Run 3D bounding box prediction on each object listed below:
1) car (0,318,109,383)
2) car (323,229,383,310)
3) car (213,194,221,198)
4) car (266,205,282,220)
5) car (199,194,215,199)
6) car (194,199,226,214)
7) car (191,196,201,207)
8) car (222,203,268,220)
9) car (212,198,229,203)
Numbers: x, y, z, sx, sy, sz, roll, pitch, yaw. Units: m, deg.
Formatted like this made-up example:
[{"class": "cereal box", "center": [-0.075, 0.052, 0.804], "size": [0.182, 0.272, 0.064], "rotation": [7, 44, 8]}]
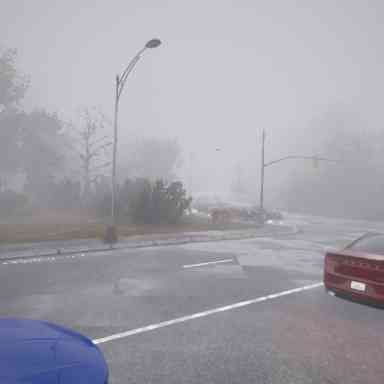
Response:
[{"class": "car", "center": [-2.899, 1.478, 1.675], "size": [5.008, 1.535, 1.882], "rotation": [0, 0, -36]}, {"class": "car", "center": [4.959, 1.554, 7.317], "size": [5.008, 1.535, 1.882], "rotation": [1, -1, -35]}, {"class": "car", "center": [5.851, 1.104, 79.146], "size": [2.033, 1.411, 5.357], "rotation": [2, 2, -1]}, {"class": "car", "center": [8.096, 2.214, 37.261], "size": [1.837, 1.490, 4.892], "rotation": [3, -1, -21]}, {"class": "car", "center": [1.904, 1.728, 56.498], "size": [1.837, 1.490, 4.892], "rotation": [2, 2, -12]}, {"class": "car", "center": [2.249, 2.034, 42.784], "size": [1.994, 1.385, 4.181], "rotation": [3, 0, -19]}, {"class": "car", "center": [-0.662, 1.701, 52.344], "size": [2.128, 1.511, 4.902], "rotation": [2, 1, -15]}, {"class": "car", "center": [5.407, 2.168, 34.585], "size": [1.895, 1.301, 4.718], "rotation": [3, -1, -23]}, {"class": "car", "center": [4.620, 2.103, 46.471], "size": [2.033, 1.411, 5.357], "rotation": [3, 1, -18]}]
